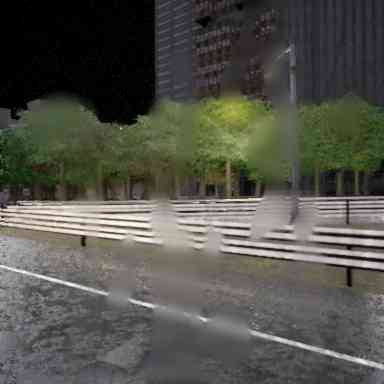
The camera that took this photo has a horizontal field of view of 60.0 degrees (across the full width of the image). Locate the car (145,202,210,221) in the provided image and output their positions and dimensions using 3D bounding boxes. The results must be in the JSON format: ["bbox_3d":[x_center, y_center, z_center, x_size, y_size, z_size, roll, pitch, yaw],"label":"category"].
[{"bbox_3d":[-1.101,1.364,24.240,4.718,1.301,1.895,-1,0,5],"label":"car"}]

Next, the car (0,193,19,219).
[{"bbox_3d":[-17.129,1.135,27.557,5.566,2.045,2.150,0,0,15],"label":"car"}]
